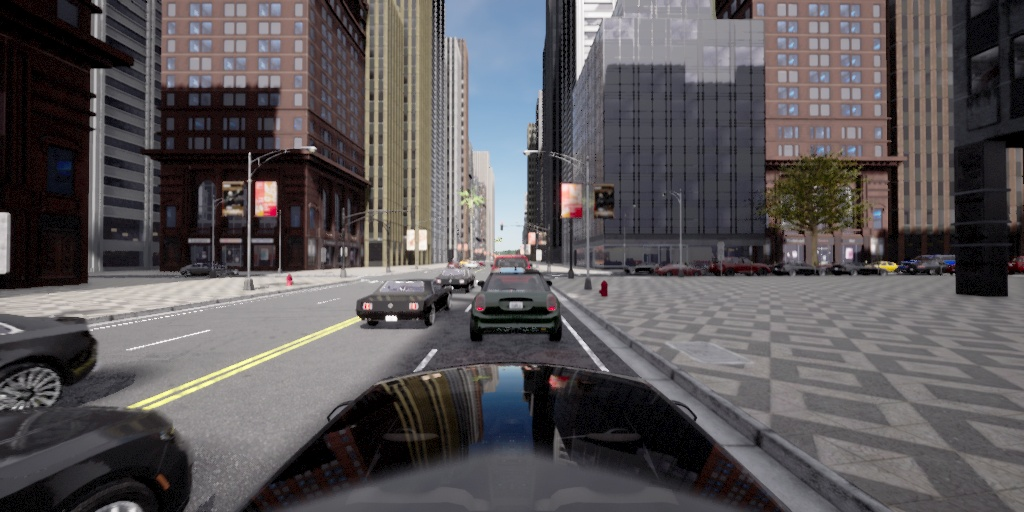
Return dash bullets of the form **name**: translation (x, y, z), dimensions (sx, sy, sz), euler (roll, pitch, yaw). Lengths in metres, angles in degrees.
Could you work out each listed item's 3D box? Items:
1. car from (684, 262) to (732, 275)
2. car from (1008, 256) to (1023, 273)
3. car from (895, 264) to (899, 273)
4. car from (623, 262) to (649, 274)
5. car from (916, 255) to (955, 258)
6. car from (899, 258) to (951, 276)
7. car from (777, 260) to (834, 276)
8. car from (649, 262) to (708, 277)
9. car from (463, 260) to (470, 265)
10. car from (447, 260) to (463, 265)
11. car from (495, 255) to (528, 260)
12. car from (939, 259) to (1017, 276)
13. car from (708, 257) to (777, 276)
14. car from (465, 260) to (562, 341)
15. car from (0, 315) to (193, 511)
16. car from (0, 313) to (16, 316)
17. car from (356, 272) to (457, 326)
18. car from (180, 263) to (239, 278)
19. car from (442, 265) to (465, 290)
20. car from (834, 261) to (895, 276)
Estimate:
- **car**: translation (21.200, 1.333, 38.879), dimensions (4.181, 1.385, 1.994), euler (0, -1, -1)
- **car**: translation (49.084, 0.953, 33.589), dimensions (5.009, 1.841, 2.192), euler (0, 0, -1)
- **car**: translation (43.134, 1.270, 42.011), dimensions (4.829, 1.417, 1.751), euler (0, 0, -1)
- **car**: translation (15.112, 1.387, 41.524), dimensions (4.313, 1.339, 1.948), euler (0, 0, -1)
- **car**: translation (45.787, 0.934, 39.225), dimensions (5.566, 2.045, 2.150), euler (0, -1, -1)
- **car**: translation (42.526, 1.205, 36.106), dimensions (4.674, 1.442, 1.812), euler (0, -1, -1)
- **car**: translation (26.533, 1.255, 33.196), dimensions (4.313, 1.339, 1.948), euler (0, 0, -1)
- **car**: translation (15.258, 1.307, 33.000), dimensions (4.207, 1.307, 1.802), euler (0, 0, -1)
- **car**: translation (-6.684, 1.592, 60.779), dimensions (1.895, 1.301, 4.718), euler (0, 0, 0)
- **car**: translation (-9.929, 1.520, 61.178), dimensions (1.812, 1.442, 4.674), euler (0, 0, 0)
- **car**: translation (-0.034, 0.992, 19.504), dimensions (2.150, 2.045, 5.566), euler (0, 0, 0)
- **car**: translation (43.446, 1.194, 33.491), dimensions (4.507, 1.381, 1.888), euler (0, 0, -1)
- **car**: translation (20.896, 1.020, 33.099), dimensions (5.009, 1.841, 2.192), euler (0, 0, -1)
- **car**: translation (0.082, 1.103, 9.983), dimensions (2.097, 1.767, 4.553), euler (0, 0, 0)
- **car**: translation (-3.151, 1.256, 0.465), dimensions (1.837, 1.490, 4.892), euler (0, 0, 0)
- **car**: translation (-6.602, 1.242, 2.832), dimensions (2.128, 1.511, 4.902), euler (0, 0, 0)
- **car**: translation (-3.166, 1.354, 11.631), dimensions (1.895, 1.301, 4.718), euler (0, 0, 0)
- **car**: translation (-29.390, 1.426, 34.952), dimensions (4.902, 1.511, 2.128), euler (0, -1, 0)
- **car**: translation (-3.187, 1.375, 20.800), dimensions (1.895, 1.301, 4.718), euler (0, 0, 0)
- **car**: translation (32.170, 1.240, 33.294), dimensions (4.313, 1.339, 1.948), euler (0, 0, -1)
